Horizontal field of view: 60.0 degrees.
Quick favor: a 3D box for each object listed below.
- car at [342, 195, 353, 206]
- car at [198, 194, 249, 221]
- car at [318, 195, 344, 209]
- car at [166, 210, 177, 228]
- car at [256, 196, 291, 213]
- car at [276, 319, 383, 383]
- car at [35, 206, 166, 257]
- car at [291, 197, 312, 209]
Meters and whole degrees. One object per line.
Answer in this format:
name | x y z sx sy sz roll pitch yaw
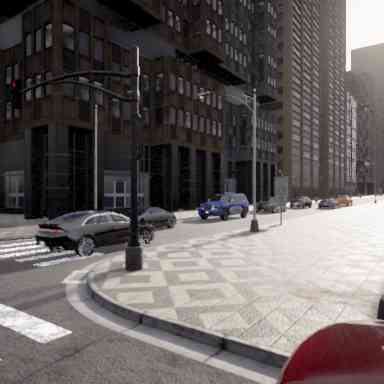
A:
car | 23.071 1.224 50.714 2.097 1.767 4.553 0 0 35
car | 2.735 1.158 27.312 2.150 2.045 5.566 0 0 35
car | 17.892 1.458 43.288 1.994 1.385 4.181 0 0 36
car | -2.749 1.521 19.546 1.994 1.385 4.181 0 0 35
car | 8.370 1.267 35.269 2.097 1.767 4.553 0 0 35
car | 2.681 1.316 1.049 5.009 1.841 2.192 0 0 35
car | -3.516 1.469 12.923 2.128 1.511 4.902 0 0 35
car | 14.352 1.382 43.676 2.128 1.511 4.902 0 0 35
